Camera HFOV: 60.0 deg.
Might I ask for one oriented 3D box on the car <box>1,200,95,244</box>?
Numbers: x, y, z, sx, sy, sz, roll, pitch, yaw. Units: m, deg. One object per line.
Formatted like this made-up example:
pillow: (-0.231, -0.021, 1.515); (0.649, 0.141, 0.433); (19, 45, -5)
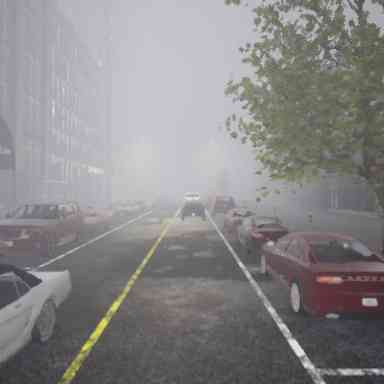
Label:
car: (-5.676, 1.280, 12.819); (2.192, 1.841, 5.009); (1, 0, 0)

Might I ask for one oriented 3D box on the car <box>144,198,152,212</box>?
car: (-5.681, 1.461, 35.005); (1.947, 1.339, 4.313); (1, 0, 0)

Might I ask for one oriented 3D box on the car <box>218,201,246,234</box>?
car: (2.701, 1.473, 18.537); (1.752, 1.417, 4.829); (1, 0, 0)

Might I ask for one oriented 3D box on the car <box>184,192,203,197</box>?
car: (0.098, 1.089, 43.594); (2.150, 2.045, 5.566); (0, 0, 0)

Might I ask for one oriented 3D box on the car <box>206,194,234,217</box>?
car: (2.703, 1.228, 29.459); (2.192, 1.841, 5.009); (1, 0, 0)

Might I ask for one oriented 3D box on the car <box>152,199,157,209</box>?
car: (-5.680, 1.402, 40.380); (1.752, 1.417, 4.829); (1, 0, 0)

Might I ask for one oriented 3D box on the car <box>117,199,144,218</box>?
car: (-5.680, 1.439, 29.287); (1.752, 1.417, 4.829); (1, 0, 0)

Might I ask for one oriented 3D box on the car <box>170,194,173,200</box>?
car: (-5.681, 1.289, 79.370); (1.947, 1.339, 4.313); (1, 0, 0)

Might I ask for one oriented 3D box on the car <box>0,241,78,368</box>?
car: (-3.067, 1.591, 3.630); (1.895, 1.301, 4.718); (0, 0, 0)

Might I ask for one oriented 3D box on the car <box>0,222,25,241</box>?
car: (-5.680, 1.562, 7.274); (1.802, 1.307, 4.206); (1, 0, 0)

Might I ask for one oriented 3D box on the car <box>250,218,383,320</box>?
car: (2.701, 1.525, 7.276); (1.887, 1.381, 4.507); (1, 0, 0)

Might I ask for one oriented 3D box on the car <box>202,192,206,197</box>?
car: (2.703, 1.191, 40.552); (2.192, 1.841, 5.009); (1, 0, 0)

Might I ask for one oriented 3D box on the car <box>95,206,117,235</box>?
car: (-5.679, 1.474, 18.195); (1.752, 1.417, 4.829); (1, 0, 0)

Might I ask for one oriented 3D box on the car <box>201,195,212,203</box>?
car: (2.699, 1.358, 62.736); (1.947, 1.339, 4.313); (1, 0, 0)

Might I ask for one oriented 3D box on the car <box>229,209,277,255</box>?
car: (2.700, 1.546, 12.822); (1.802, 1.307, 4.206); (1, 0, 0)

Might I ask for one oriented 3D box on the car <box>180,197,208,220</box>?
car: (0.098, 1.424, 26.947); (1.837, 1.490, 4.892); (0, 0, 0)

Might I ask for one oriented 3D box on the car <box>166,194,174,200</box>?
car: (-5.682, 1.282, 84.916); (1.802, 1.307, 4.206); (1, 0, 0)

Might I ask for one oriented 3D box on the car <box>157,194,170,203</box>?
car: (-5.681, 1.359, 62.733); (1.947, 1.339, 4.313); (1, 0, 0)
